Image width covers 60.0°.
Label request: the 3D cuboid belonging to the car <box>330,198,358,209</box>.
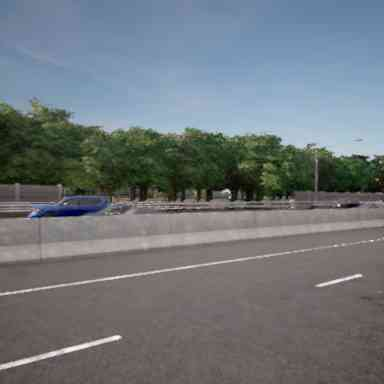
[{"bbox_3d":[23.449,1.913,50.778,5.566,2.045,2.150,1,-1,-35],"label":"car"}]

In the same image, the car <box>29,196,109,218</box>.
[{"bbox_3d":[-8.491,1.302,23.733,5.566,2.045,2.150,1,0,-35],"label":"car"}]

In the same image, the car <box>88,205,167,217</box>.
[{"bbox_3d":[-3.155,1.625,18.940,4.674,1.442,1.812,1,0,-35],"label":"car"}]

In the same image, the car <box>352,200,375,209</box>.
[{"bbox_3d":[25.640,2.258,48.046,4.181,1.385,1.994,1,-1,-35],"label":"car"}]

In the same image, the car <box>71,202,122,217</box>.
[{"bbox_3d":[-5.007,1.607,21.917,4.892,1.490,1.837,1,0,-35],"label":"car"}]

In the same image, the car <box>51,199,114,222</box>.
[{"bbox_3d":[-9.046,1.455,27.636,4.553,1.767,2.097,1,-1,-35],"label":"car"}]

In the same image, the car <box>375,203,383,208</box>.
[{"bbox_3d":[27.206,2.038,44.869,4.553,1.767,2.097,1,-1,-35],"label":"car"}]
